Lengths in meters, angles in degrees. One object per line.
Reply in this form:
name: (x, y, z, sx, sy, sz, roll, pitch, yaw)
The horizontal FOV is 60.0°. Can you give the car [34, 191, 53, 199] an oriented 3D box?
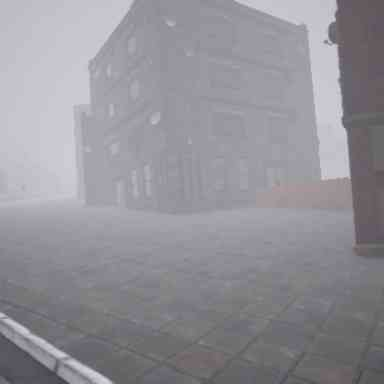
car: (-28.961, 0.464, 64.930, 1.895, 1.301, 4.718, -4, 3, -2)
